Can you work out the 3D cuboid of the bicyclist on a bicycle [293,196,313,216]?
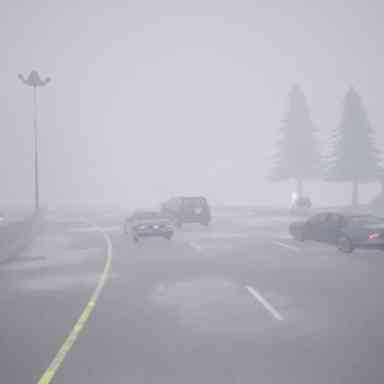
[{"bbox_3d":[9.826,1.195,28.474,1.656,1.620,0.582,13,-5,-22],"label":"bicyclist on a bicycle"}]

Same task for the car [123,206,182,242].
[{"bbox_3d":[-2.415,1.652,17.354,2.033,1.411,5.357,-1,0,-19],"label":"car"}]

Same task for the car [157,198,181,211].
[{"bbox_3d":[-3.244,1.711,46.238,1.837,1.490,4.892,-1,0,-23],"label":"car"}]

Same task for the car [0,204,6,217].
[{"bbox_3d":[-22.792,2.131,38.394,1.812,1.442,4.674,-1,0,-23],"label":"car"}]

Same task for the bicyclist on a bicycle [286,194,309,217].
[{"bbox_3d":[9.360,1.215,29.479,1.656,1.620,0.582,18,-9,-22],"label":"bicyclist on a bicycle"}]

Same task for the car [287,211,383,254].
[{"bbox_3d":[5.881,1.461,13.209,2.033,1.411,5.357,-1,0,-13],"label":"car"}]

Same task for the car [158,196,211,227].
[{"bbox_3d":[-0.636,1.304,22.728,2.150,2.045,5.566,0,0,-22],"label":"car"}]

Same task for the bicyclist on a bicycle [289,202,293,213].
[{"bbox_3d":[9.531,1.202,28.950,1.656,1.620,0.582,13,-6,-24],"label":"bicyclist on a bicycle"}]
